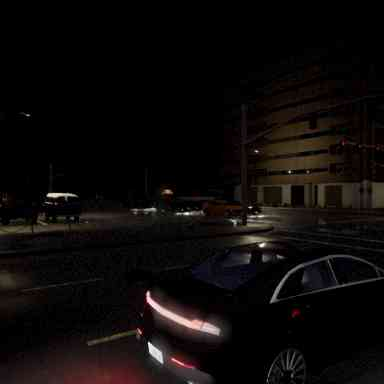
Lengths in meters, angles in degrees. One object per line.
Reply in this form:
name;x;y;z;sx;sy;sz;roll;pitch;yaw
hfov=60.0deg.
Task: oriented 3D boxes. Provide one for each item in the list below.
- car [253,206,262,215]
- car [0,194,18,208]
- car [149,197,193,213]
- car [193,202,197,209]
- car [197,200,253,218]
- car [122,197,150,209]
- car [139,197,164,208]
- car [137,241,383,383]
car;4.763;1.603;34.550;2.033;1.411;5.357;0;0;-34
car;-31.378;1.209;56.581;1.932;1.855;4.605;0;0;-34
car;-2.565;1.603;39.085;2.033;1.411;5.357;0;0;-34
car;-0.636;1.656;42.472;1.895;1.301;4.718;0;0;-34
car;2.966;1.533;30.973;1.882;1.535;5.008;0;0;-34
car;-8.413;1.533;47.679;1.882;1.535;5.008;0;0;-34
car;-6.199;1.560;50.652;1.837;1.490;4.892;0;0;-34
car;1.620;1.492;4.895;4.902;1.511;2.128;0;0;-34
